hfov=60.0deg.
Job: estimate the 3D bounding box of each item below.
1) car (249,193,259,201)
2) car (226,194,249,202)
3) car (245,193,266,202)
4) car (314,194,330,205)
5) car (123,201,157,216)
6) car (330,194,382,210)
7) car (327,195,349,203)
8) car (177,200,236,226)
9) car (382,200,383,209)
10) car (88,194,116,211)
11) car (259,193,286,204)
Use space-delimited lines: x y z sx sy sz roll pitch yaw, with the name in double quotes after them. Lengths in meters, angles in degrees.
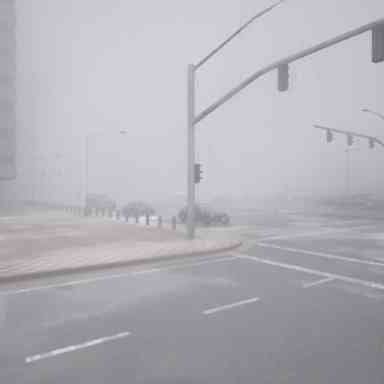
12.338 1.393 74.664 1.784 1.438 3.905 0 0 -36 "car"
9.979 1.423 72.985 1.970 1.475 3.806 0 0 -36 "car"
14.494 1.184 76.262 1.932 1.855 4.605 0 0 -36 "car"
27.753 1.187 67.215 1.932 1.855 4.605 0 0 -36 "car"
-5.061 1.572 31.973 1.994 1.385 4.181 0 0 -36 "car"
19.583 1.175 39.907 1.932 1.855 4.605 0 0 -36 "car"
30.150 1.399 68.843 1.784 1.438 3.905 0 0 -36 "car"
0.767 1.534 23.889 1.812 1.442 4.674 0 0 -34 "car"
21.972 1.179 41.541 1.905 1.878 3.866 0 0 -36 "car"
-11.102 1.230 40.410 2.150 2.045 5.566 0 0 -35 "car"
14.042 1.420 57.338 1.970 1.475 3.806 0 0 -36 "car"
